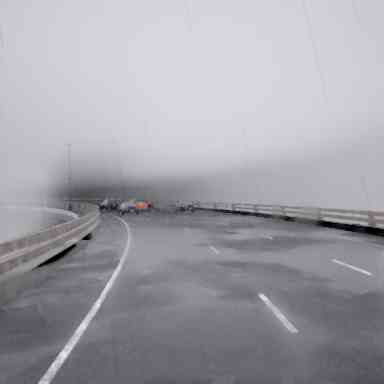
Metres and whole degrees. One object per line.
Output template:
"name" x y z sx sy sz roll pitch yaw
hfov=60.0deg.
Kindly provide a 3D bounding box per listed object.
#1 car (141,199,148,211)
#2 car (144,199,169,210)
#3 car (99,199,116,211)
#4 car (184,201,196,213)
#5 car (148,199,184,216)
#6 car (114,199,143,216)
"car" -8.075 1.765 48.053 2.097 1.767 4.553 0 -1 -27
"car" -5.478 1.910 50.646 1.837 1.490 4.892 0 0 -30
"car" -11.792 1.802 47.592 2.097 1.767 4.553 0 -1 -30
"car" -1.101 1.818 41.201 1.812 1.442 4.674 0 0 -24
"car" -2.881 1.768 35.949 2.128 1.511 4.902 0 0 -20
"car" -7.243 1.860 37.602 1.812 1.442 4.674 0 -1 -22
